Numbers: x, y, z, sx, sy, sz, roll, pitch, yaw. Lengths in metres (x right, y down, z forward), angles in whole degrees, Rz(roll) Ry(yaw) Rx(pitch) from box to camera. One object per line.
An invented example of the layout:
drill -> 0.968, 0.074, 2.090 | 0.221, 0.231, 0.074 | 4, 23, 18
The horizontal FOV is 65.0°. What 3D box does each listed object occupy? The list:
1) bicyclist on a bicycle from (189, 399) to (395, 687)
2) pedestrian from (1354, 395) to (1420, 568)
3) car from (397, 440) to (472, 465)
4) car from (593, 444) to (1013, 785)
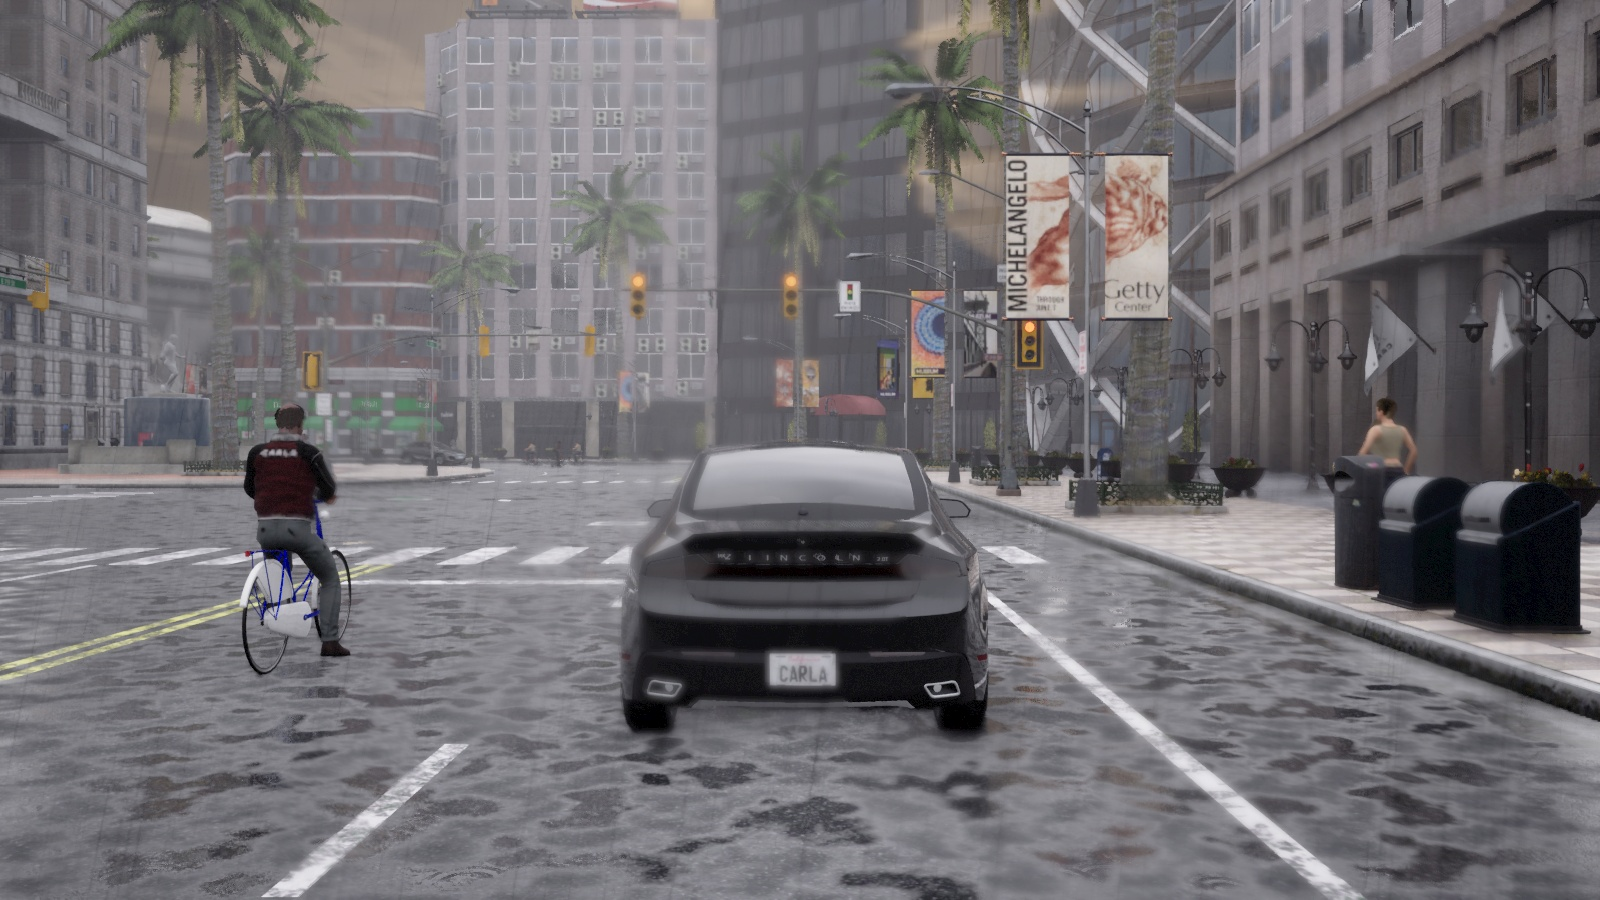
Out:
bicyclist on a bicycle -> -3.432, 0.565, 8.669 | 0.659, 1.776, 1.843 | 0, 1, 0
pedestrian -> 6.383, 0.331, 13.662 | 0.345, 1.836, 0.594 | 0, 0, -15
car -> -25.038, 0.171, 85.988 | 4.856, 1.649, 2.033 | 0, 0, 28
car -> 0.047, 0.707, 7.945 | 1.837, 1.490, 4.892 | 0, 0, 1
